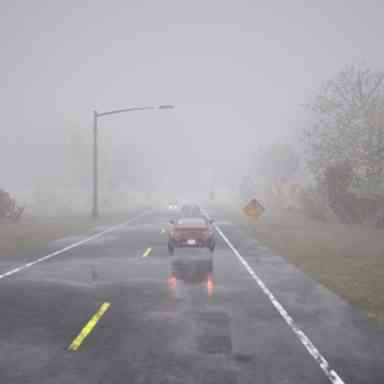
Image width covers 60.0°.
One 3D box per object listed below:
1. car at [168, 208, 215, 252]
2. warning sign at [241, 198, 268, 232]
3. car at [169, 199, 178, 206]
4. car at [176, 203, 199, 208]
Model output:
[{"bbox_3d":[-0.015,1.658,14.389,1.812,1.442,4.674,0,0,0],"label":"car"},{"bbox_3d":[3.534,1.289,18.979,1.300,1.860,1.060,1,1,0],"label":"warning sign"},{"bbox_3d":[-4.017,2.184,71.783,2.128,1.511,4.902,0,-1,-1],"label":"car"},{"bbox_3d":[-0.083,1.812,28.992,2.033,1.411,5.357,0,0,0],"label":"car"}]
